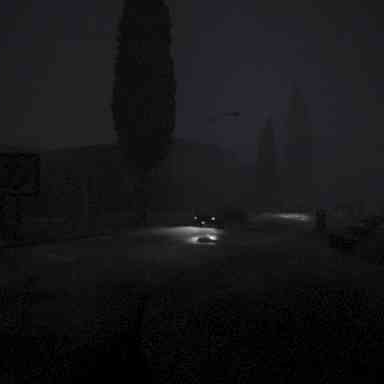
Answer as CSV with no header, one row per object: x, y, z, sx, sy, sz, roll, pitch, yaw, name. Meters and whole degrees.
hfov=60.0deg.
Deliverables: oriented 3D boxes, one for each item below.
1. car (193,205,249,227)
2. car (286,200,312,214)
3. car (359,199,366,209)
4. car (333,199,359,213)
2.208,1.612,23.659,2.033,1.411,5.357,0,0,34,car
12.469,1.646,38.749,1.882,1.535,5.008,0,0,34,car
24.186,1.765,48.764,2.128,1.511,4.902,0,0,34,car
18.399,1.719,40.151,1.837,1.490,4.892,0,0,34,car
